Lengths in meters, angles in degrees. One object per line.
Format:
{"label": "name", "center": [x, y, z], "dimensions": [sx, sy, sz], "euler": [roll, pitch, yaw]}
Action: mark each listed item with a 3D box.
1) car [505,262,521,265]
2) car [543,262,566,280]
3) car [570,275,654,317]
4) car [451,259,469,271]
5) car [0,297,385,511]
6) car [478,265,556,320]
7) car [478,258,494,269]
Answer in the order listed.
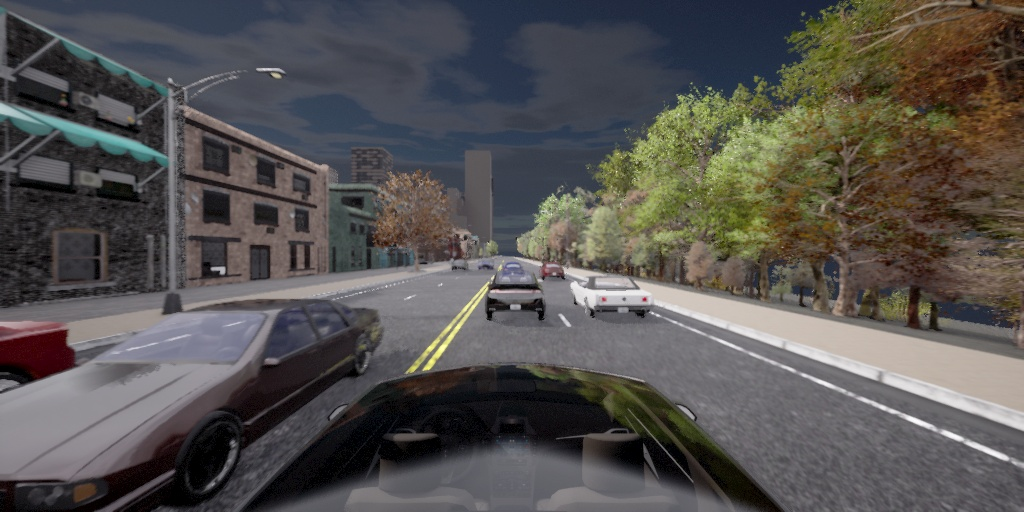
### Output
{"label": "car", "center": [0.100, 1.239, 30.639], "dimensions": [1.812, 1.442, 4.674], "euler": [0, 0, 0]}
{"label": "car", "center": [3.351, 1.239, 30.629], "dimensions": [1.812, 1.442, 4.674], "euler": [0, 0, 0]}
{"label": "car", "center": [3.351, 1.336, 13.011], "dimensions": [1.895, 1.301, 4.718], "euler": [0, 0, 0]}
{"label": "car", "center": [-6.693, 1.201, 46.422], "dimensions": [1.837, 1.490, 4.892], "euler": [0, 0, -1]}
{"label": "car", "center": [-3.351, 1.294, 4.619], "dimensions": [2.033, 1.411, 5.357], "euler": [0, 0, 0]}
{"label": "car", "center": [0.101, 1.228, 12.585], "dimensions": [2.128, 1.511, 4.902], "euler": [0, 0, 0]}
{"label": "car", "center": [-3.471, 1.043, 48.517], "dimensions": [2.097, 1.767, 4.553], "euler": [0, 0, -1]}
